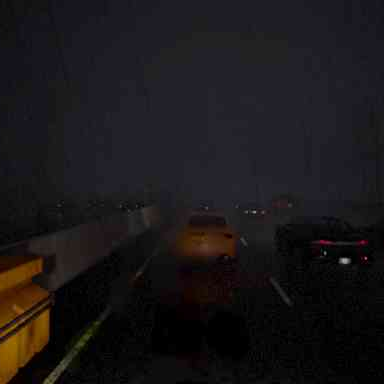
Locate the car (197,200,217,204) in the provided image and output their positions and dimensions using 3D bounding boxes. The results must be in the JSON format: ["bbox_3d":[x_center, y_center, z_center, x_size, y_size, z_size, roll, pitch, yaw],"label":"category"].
[{"bbox_3d":[1.461,1.455,32.592,1.994,1.385,4.181,1,0,3],"label":"car"}]

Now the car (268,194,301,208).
[{"bbox_3d":[8.394,1.229,30.810,2.150,2.045,5.566,1,0,3],"label":"car"}]

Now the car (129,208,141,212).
[{"bbox_3d":[-5.746,1.380,32.598,1.895,1.301,4.718,1,0,2],"label":"car"}]

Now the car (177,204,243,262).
[{"bbox_3d":[0.547,1.437,12.087,1.882,1.535,5.008,1,0,3],"label":"car"}]

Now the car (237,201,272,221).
[{"bbox_3d":[4.702,1.513,26.814,2.033,1.411,5.357,1,0,3],"label":"car"}]

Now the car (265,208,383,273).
[{"bbox_3d":[3.991,1.511,10.826,2.128,1.511,4.902,1,0,3],"label":"car"}]
